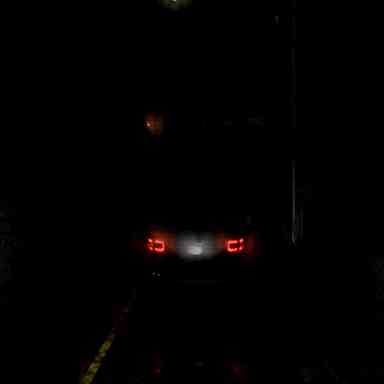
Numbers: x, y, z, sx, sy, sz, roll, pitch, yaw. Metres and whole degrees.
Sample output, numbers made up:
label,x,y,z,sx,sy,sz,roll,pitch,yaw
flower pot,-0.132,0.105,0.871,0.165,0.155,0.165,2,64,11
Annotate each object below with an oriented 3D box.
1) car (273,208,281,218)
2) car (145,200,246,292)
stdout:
label,x,y,z,sx,sy,sz,roll,pitch,yaw
car,8.911,1.542,27.662,4.181,1.385,1.994,0,0,-10
car,0.079,1.219,9.065,2.150,2.045,5.566,0,0,0
